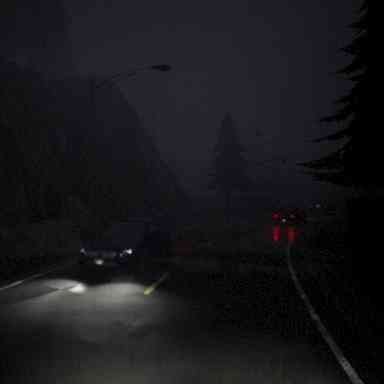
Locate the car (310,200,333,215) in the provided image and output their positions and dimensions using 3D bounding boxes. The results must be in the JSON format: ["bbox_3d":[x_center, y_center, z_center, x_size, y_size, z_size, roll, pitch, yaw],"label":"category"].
[{"bbox_3d":[15.416,1.712,39.627,2.097,1.767,4.553,0,-1,31],"label":"car"}]

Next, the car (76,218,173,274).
[{"bbox_3d":[-1.959,1.620,11.133,1.812,1.442,4.674,0,-1,13],"label":"car"}]

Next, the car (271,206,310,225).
[{"bbox_3d":[7.863,1.840,26.581,1.895,1.301,4.718,0,-1,28],"label":"car"}]
